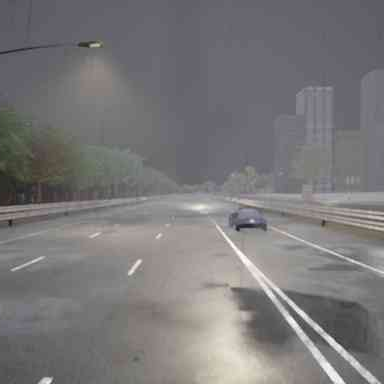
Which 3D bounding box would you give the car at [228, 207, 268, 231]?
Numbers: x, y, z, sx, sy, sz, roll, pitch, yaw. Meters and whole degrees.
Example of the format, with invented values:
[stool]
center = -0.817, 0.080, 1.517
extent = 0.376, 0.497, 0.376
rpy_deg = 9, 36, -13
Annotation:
[car]
center = 3.518, 1.674, 21.485
extent = 1.994, 1.385, 4.181
rpy_deg = 0, 0, 0
